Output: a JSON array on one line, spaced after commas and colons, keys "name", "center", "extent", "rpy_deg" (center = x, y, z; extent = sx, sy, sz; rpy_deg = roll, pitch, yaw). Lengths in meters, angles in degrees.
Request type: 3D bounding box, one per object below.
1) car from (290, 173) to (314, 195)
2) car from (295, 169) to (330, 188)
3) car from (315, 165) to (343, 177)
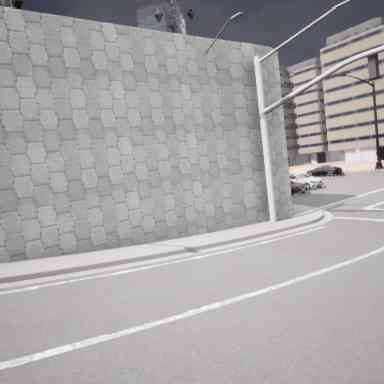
[{"name": "car", "center": [7.353, -0.456, 27.855], "extent": [1.812, 1.442, 4.674], "rpy_deg": [-10, 6, -35]}, {"name": "car", "center": [9.706, -0.971, 30.496], "extent": [1.812, 1.442, 4.674], "rpy_deg": [-10, 6, -35]}, {"name": "car", "center": [15.887, -2.516, 40.099], "extent": [1.994, 1.385, 4.181], "rpy_deg": [-10, 6, -35]}]
